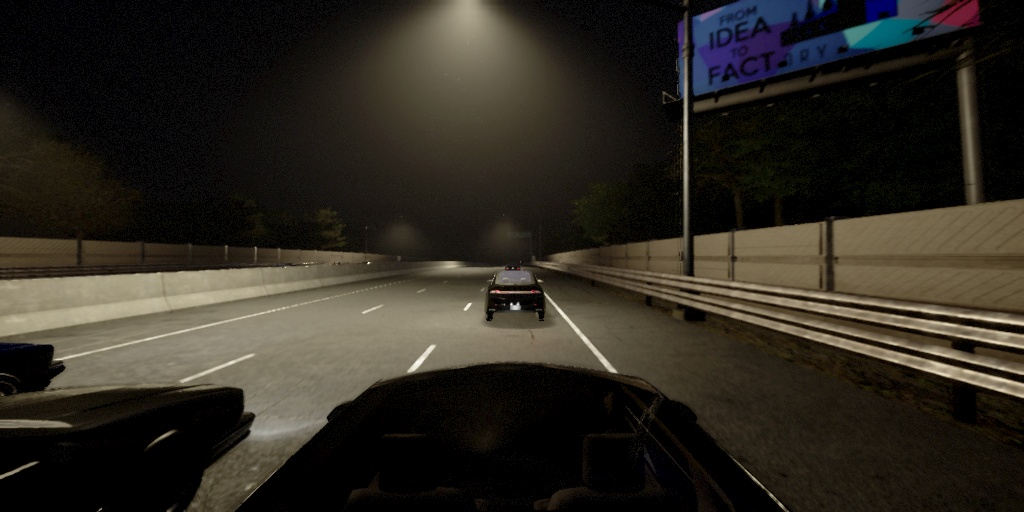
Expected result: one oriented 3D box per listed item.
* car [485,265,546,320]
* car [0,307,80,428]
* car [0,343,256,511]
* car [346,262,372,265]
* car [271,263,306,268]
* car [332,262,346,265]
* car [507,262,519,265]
[{"bbox_3d":[0.099,1.247,12.576,2.128,1.511,4.902,0,0,0],"label":"car"},{"bbox_3d":[-6.900,1.352,2.584,1.895,1.301,4.718,0,0,0],"label":"car"},{"bbox_3d":[-3.399,1.298,0.957,2.033,1.411,5.357,0,0,0],"label":"car"},{"bbox_3d":[-21.070,1.531,51.075,2.033,1.411,5.357,0,-1,0],"label":"car"},{"bbox_3d":[-17.598,1.289,28.071,2.128,1.511,4.902,0,0,0],"label":"car"},{"bbox_3d":[-24.567,1.550,51.277,1.994,1.385,4.181,0,-1,0],"label":"car"},{"bbox_3d":[0.098,1.435,41.466,2.033,1.411,5.357,0,-1,0],"label":"car"}]
